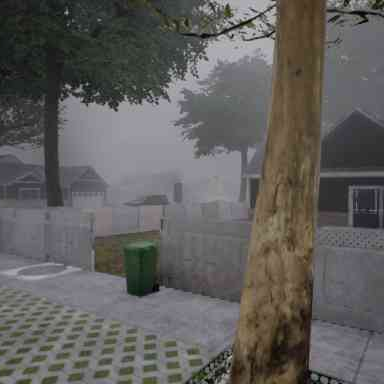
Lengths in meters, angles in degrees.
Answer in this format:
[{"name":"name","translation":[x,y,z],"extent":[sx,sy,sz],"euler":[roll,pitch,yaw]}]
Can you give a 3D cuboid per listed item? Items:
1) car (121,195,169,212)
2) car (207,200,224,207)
[{"name":"car","translation":[-4.568,1.303,33.156],"extent":[2.150,2.045,5.566],"euler":[1,1,36]},{"name":"car","translation":[3.180,1.698,44.339],"extent":[1.994,1.385,4.181],"euler":[1,0,35]}]
